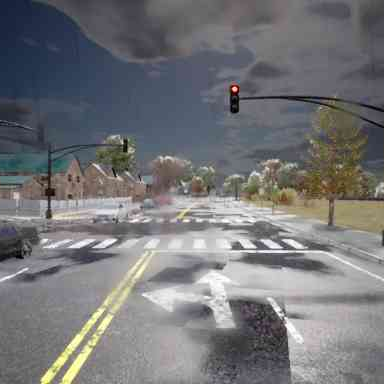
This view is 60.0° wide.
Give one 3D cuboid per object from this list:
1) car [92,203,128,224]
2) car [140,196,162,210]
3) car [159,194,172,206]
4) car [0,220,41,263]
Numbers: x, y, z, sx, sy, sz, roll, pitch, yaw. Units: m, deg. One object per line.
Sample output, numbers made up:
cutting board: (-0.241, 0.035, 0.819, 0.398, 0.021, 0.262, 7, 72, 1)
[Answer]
car: (-6.156, 1.565, 25.465, 1.812, 1.442, 4.674, 0, 0, 2)
car: (-5.504, 1.600, 43.297, 1.812, 1.442, 4.674, 0, 0, 3)
car: (-4.745, 1.342, 57.496, 2.150, 2.045, 5.566, 0, 0, 3)
car: (-6.447, 1.555, 9.821, 2.033, 1.411, 5.357, 0, 0, 1)
